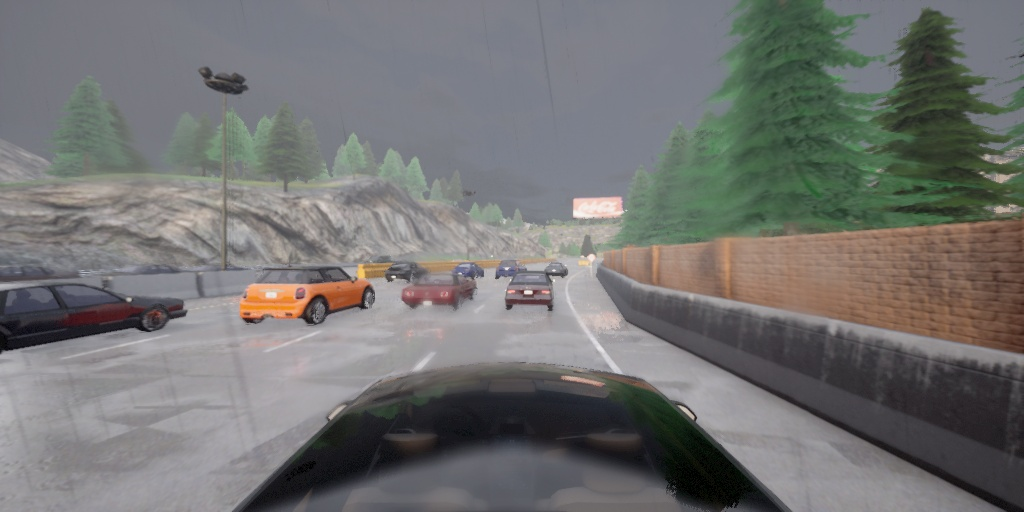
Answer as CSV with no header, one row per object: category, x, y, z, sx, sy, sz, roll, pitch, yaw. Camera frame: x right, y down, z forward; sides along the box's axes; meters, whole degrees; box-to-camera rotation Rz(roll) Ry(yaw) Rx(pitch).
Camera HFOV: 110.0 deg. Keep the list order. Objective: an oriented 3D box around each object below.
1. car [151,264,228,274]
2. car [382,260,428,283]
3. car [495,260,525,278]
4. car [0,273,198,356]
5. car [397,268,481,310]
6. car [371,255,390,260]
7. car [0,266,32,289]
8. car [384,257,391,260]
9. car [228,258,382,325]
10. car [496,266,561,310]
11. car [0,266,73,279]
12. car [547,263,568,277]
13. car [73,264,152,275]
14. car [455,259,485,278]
car,-19.492,1.244,23.403,2.033,1.411,5.357,0,0,8
car,-7.953,1.235,27.700,1.837,1.490,4.892,0,0,10
car,-0.001,1.106,31.889,2.097,1.767,4.553,0,0,12
car,-10.210,1.268,7.677,2.033,1.411,5.357,0,0,3
car,-2.707,1.345,14.573,1.895,1.301,4.718,0,0,5
car,-22.105,0.917,59.177,2.150,2.045,5.566,0,0,16
car,-30.510,1.264,19.643,1.895,1.301,4.718,0,0,6
car,-18.598,1.266,58.790,1.994,1.385,4.181,0,0,16
car,-6.403,1.085,11.880,2.097,1.767,4.553,0,0,4
car,0.811,1.301,14.852,2.033,1.411,5.357,0,0,6
car,-27.053,1.221,19.253,2.033,1.411,5.357,0,0,6
car,4.382,1.331,35.287,1.994,1.385,4.181,0,0,14
car,-23.123,1.233,22.632,2.033,1.411,5.357,0,0,7
car,-3.757,1.268,31.134,1.812,1.442,4.674,0,0,11
